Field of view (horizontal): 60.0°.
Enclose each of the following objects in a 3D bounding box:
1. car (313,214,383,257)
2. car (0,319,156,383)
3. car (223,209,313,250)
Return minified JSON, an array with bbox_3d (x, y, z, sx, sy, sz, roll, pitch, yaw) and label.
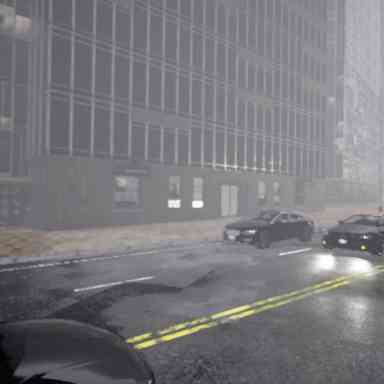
[{"bbox_3d":[6.974,1.591,13.239,4.181,1.385,1.994,0,0,-39],"label":"car"},{"bbox_3d":[-2.485,1.496,1.740,4.902,1.511,2.128,0,0,-35],"label":"car"},{"bbox_3d":[3.472,1.519,14.590,4.902,1.511,2.128,0,0,-39],"label":"car"}]
